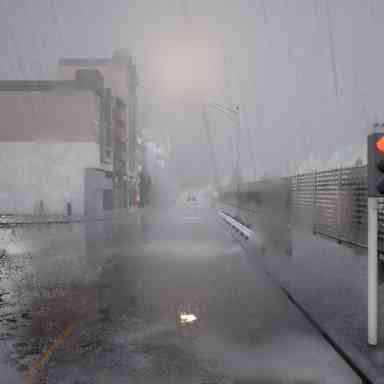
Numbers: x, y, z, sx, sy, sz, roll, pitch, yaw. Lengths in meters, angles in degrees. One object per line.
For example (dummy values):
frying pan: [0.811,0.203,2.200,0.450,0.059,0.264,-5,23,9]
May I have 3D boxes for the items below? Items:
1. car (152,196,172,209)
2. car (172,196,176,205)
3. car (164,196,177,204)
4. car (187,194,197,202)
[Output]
car: [-4.118,1.505,44.325,1.837,1.490,4.892,0,0,0]
car: [-4.116,1.477,54.559,1.882,1.535,5.008,0,0,0]
car: [-4.080,1.491,64.807,2.128,1.511,4.902,0,0,0]
car: [-0.042,1.355,76.595,2.097,1.767,4.553,0,0,0]
